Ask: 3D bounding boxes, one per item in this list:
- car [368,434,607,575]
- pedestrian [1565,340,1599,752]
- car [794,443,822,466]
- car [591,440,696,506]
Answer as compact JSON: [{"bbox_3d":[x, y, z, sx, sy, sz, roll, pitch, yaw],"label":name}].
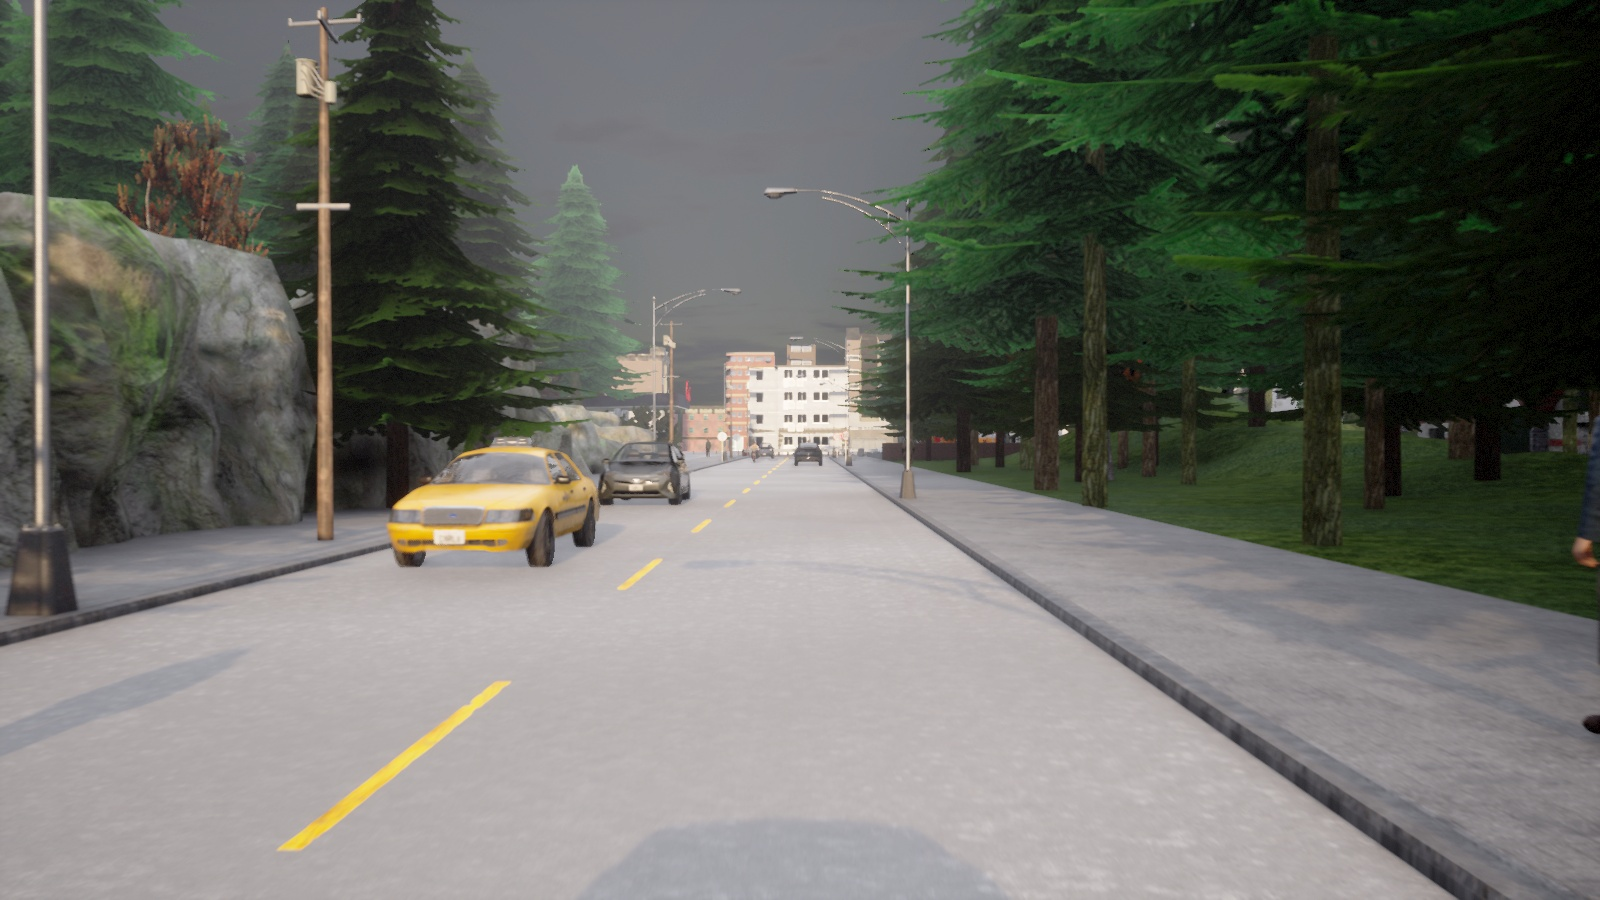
[{"bbox_3d":[-3.879,0.588,16.637,1.801,1.575,5.366,0,0,0],"label":"car"},{"bbox_3d":[3.771,0.428,5.570,0.402,1.842,0.726,0,0,10],"label":"pedestrian"},{"bbox_3d":[0.545,0.277,83.790,1.837,1.490,4.892,0,0,0],"label":"car"},{"bbox_3d":[-3.787,0.515,31.153,2.007,1.525,4.514,0,0,0],"label":"car"}]
